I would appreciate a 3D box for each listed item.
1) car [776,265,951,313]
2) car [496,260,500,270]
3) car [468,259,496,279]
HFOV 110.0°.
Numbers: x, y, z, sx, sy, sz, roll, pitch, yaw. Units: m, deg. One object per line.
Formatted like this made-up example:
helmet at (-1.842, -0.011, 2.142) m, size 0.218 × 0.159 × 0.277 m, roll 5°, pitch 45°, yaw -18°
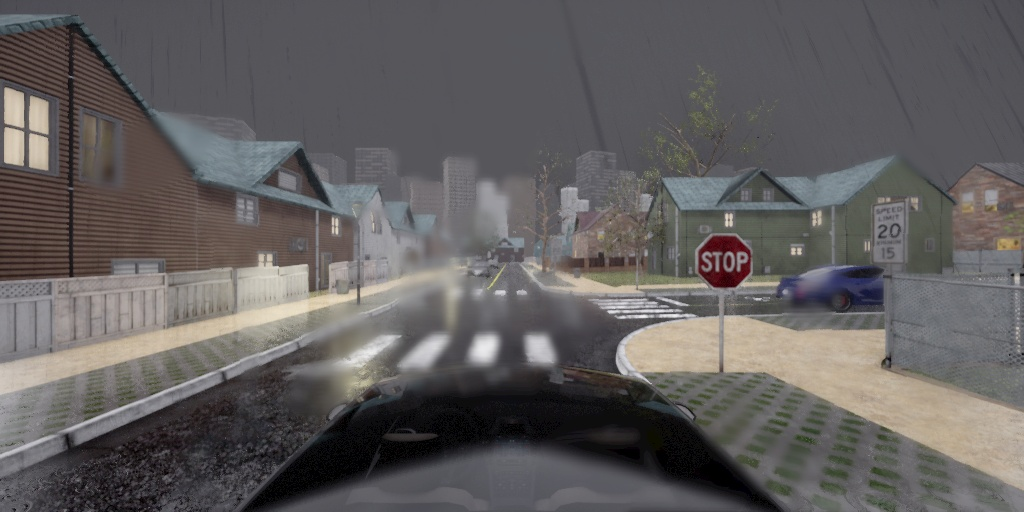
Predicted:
car at (11.494, 1.008, 11.955) m, size 4.674 × 1.442 × 1.812 m, roll -1°, pitch 0°, yaw 1°
car at (-2.865, 1.259, 54.183) m, size 1.837 × 1.490 × 4.892 m, roll 0°, pitch -1°, yaw 0°
car at (-2.876, 1.241, 32.550) m, size 2.128 × 1.511 × 4.902 m, roll 0°, pitch 0°, yaw 0°
